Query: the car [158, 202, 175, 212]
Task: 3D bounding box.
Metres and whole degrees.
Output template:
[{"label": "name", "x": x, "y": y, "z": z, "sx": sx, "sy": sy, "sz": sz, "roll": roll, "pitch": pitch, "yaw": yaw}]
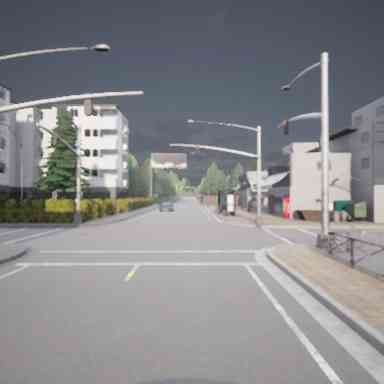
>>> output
[{"label": "car", "x": -3.508, "y": 2.084, "z": 46.156, "sx": 1.812, "sy": 1.442, "sz": 4.674, "roll": 0, "pitch": 0, "yaw": 0}]
